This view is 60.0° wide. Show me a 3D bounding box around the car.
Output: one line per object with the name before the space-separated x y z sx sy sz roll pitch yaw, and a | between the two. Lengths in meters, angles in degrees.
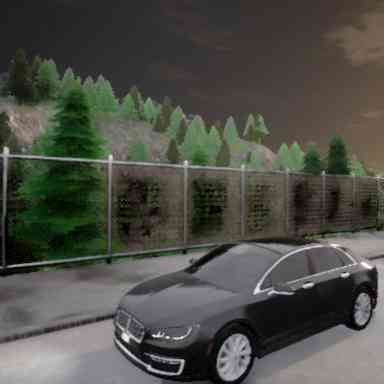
car | 1.178 1.531 5.437 4.892 1.490 1.837 1 0 -35
